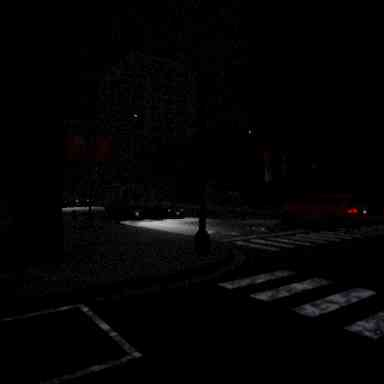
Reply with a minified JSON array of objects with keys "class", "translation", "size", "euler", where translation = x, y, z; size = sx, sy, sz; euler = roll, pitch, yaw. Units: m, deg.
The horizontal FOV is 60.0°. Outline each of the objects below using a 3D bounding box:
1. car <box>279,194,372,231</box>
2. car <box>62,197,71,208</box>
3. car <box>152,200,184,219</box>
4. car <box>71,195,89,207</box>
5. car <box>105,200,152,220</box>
[{"class":"car","translation":[7.935,1.158,20.308],"size":[2.150,2.045,5.566],"euler":[0,0,-32]},{"class":"car","translation":[-18.773,1.380,45.943],"size":[1.882,1.535,5.008],"euler":[0,0,-35]},{"class":"car","translation":[-2.522,1.453,28.841],"size":[1.812,1.442,4.674],"euler":[0,0,-36]},{"class":"car","translation":[-16.382,1.242,48.188],"size":[2.097,1.767,4.553],"euler":[0,0,-35]},{"class":"car","translation":[-5.637,1.429,27.573],"size":[2.128,1.511,4.902],"euler":[0,0,-36]}]
